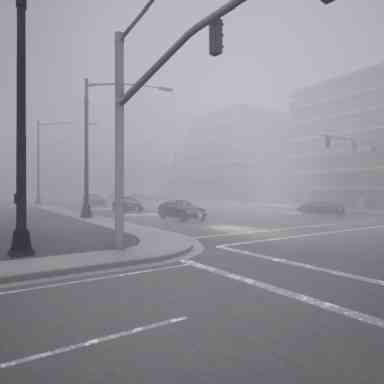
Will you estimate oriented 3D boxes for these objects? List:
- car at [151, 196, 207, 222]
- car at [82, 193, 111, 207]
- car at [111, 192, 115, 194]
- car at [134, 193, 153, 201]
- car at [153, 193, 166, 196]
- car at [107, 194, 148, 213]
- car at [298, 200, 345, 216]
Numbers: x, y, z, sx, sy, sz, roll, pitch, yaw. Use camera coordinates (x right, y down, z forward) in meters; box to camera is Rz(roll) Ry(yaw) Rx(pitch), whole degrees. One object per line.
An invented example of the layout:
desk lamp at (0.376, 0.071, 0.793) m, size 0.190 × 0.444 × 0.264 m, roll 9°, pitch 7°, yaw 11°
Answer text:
car at (-0.814, 1.357, 24.992) m, size 2.128 × 1.511 × 4.902 m, roll 0°, pitch 1°, yaw -34°
car at (-12.337, 1.011, 41.869) m, size 1.882 × 1.535 × 5.008 m, roll 0°, pitch 1°, yaw -34°
car at (-14.868, 0.705, 64.337) m, size 1.837 × 1.490 × 4.892 m, roll 0°, pitch 1°, yaw -34°
car at (-8.985, 0.841, 55.730) m, size 1.882 × 1.535 × 5.008 m, roll 0°, pitch 1°, yaw -34°
car at (-6.096, 0.855, 57.705) m, size 2.128 × 1.511 × 4.902 m, roll 0°, pitch 1°, yaw -34°
car at (-6.542, 1.241, 33.376) m, size 1.812 × 1.442 × 4.674 m, roll 0°, pitch 1°, yaw -34°
car at (12.103, 1.449, 31.254) m, size 1.994 × 1.385 × 4.181 m, roll 0°, pitch 1°, yaw -34°
